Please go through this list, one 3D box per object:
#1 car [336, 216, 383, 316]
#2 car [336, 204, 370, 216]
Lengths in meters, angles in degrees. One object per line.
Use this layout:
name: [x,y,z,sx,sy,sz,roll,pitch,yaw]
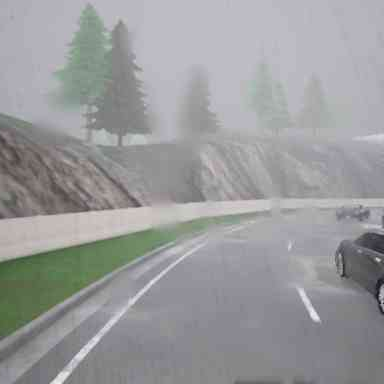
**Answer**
car: [4.569,1.527,7.172,1.837,1.490,4.892,0,0,9]
car: [13.413,1.652,27.496,1.895,1.301,4.718,1,0,36]
